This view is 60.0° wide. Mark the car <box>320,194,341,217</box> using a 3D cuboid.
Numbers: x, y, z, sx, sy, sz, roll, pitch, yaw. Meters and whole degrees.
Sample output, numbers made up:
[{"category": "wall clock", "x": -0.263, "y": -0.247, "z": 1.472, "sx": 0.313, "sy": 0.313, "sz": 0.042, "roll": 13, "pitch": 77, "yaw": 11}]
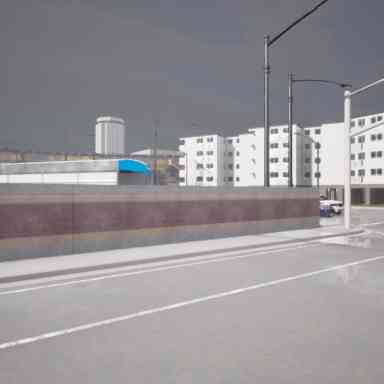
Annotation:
[{"category": "car", "x": 10.710, "y": 1.352, "z": 30.364, "sx": 2.097, "sy": 1.767, "sz": 4.553, "roll": 0, "pitch": 0, "yaw": -33}]

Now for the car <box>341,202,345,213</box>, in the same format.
[{"category": "car", "x": 12.620, "y": 1.221, "z": 33.799, "sx": 2.150, "sy": 2.045, "sz": 5.566, "roll": 0, "pitch": 0, "yaw": -35}]
